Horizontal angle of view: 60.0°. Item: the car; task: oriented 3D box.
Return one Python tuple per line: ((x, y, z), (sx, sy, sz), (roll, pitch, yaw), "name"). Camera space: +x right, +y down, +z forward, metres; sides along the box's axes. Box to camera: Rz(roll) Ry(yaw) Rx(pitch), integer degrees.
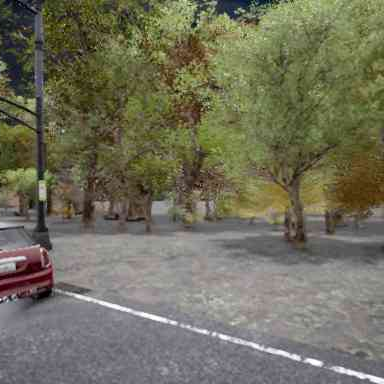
((-5.125, 1.423, 7.337), (4.553, 1.767, 2.097), (0, 0, 36), "car")
